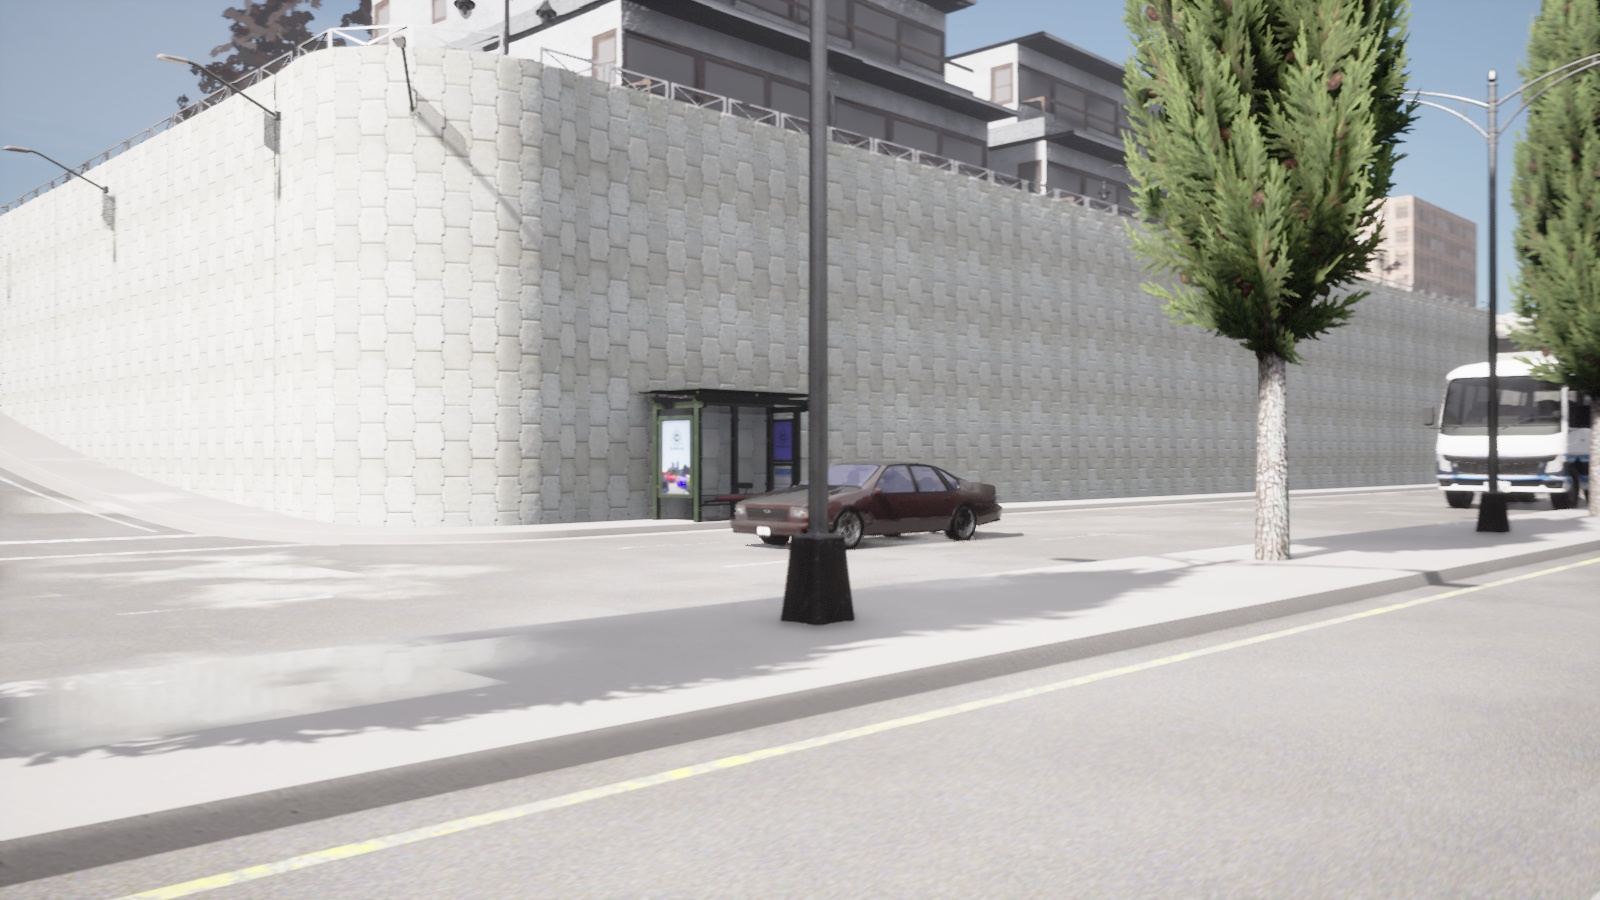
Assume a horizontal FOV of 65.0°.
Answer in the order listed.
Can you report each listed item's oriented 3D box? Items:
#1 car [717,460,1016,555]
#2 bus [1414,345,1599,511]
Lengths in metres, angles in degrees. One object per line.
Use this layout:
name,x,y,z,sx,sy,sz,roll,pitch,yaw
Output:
car,1.275,0.884,21.503,5.357,1.411,2.033,0,0,-45
bus,22.001,-0.544,37.197,3.944,4.253,10.273,0,0,43
